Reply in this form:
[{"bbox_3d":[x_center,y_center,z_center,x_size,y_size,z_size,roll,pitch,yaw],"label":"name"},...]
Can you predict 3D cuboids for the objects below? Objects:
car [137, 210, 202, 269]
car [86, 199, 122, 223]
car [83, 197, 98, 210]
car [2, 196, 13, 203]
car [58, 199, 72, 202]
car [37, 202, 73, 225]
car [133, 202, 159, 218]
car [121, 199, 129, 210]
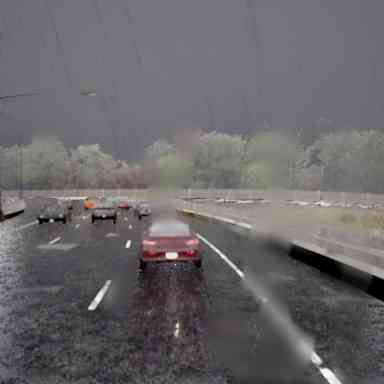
[{"bbox_3d":[-0.766,1.555,11.248,1.812,1.442,4.674,0,0,-5],"label":"car"},{"bbox_3d":[-6.985,1.580,26.608,2.128,1.511,4.902,0,0,-14],"label":"car"},{"bbox_3d":[-13.610,1.511,45.257,2.097,1.767,4.553,0,0,-24],"label":"car"},{"bbox_3d":[-45.840,1.733,81.735,4.553,1.767,2.097,0,0,39],"label":"car"},{"bbox_3d":[-16.866,1.662,44.028,2.128,1.511,4.902,0,0,-24],"label":"car"},{"bbox_3d":[-10.213,1.701,25.153,1.895,1.301,4.718,0,0,-13],"label":"car"},{"bbox_3d":[-4.108,1.631,29.642,2.033,1.411,5.357,0,0,-16],"label":"car"},{"bbox_3d":[-10.032,1.710,45.802,1.994,1.385,4.181,0,0,-24],"label":"car"}]
